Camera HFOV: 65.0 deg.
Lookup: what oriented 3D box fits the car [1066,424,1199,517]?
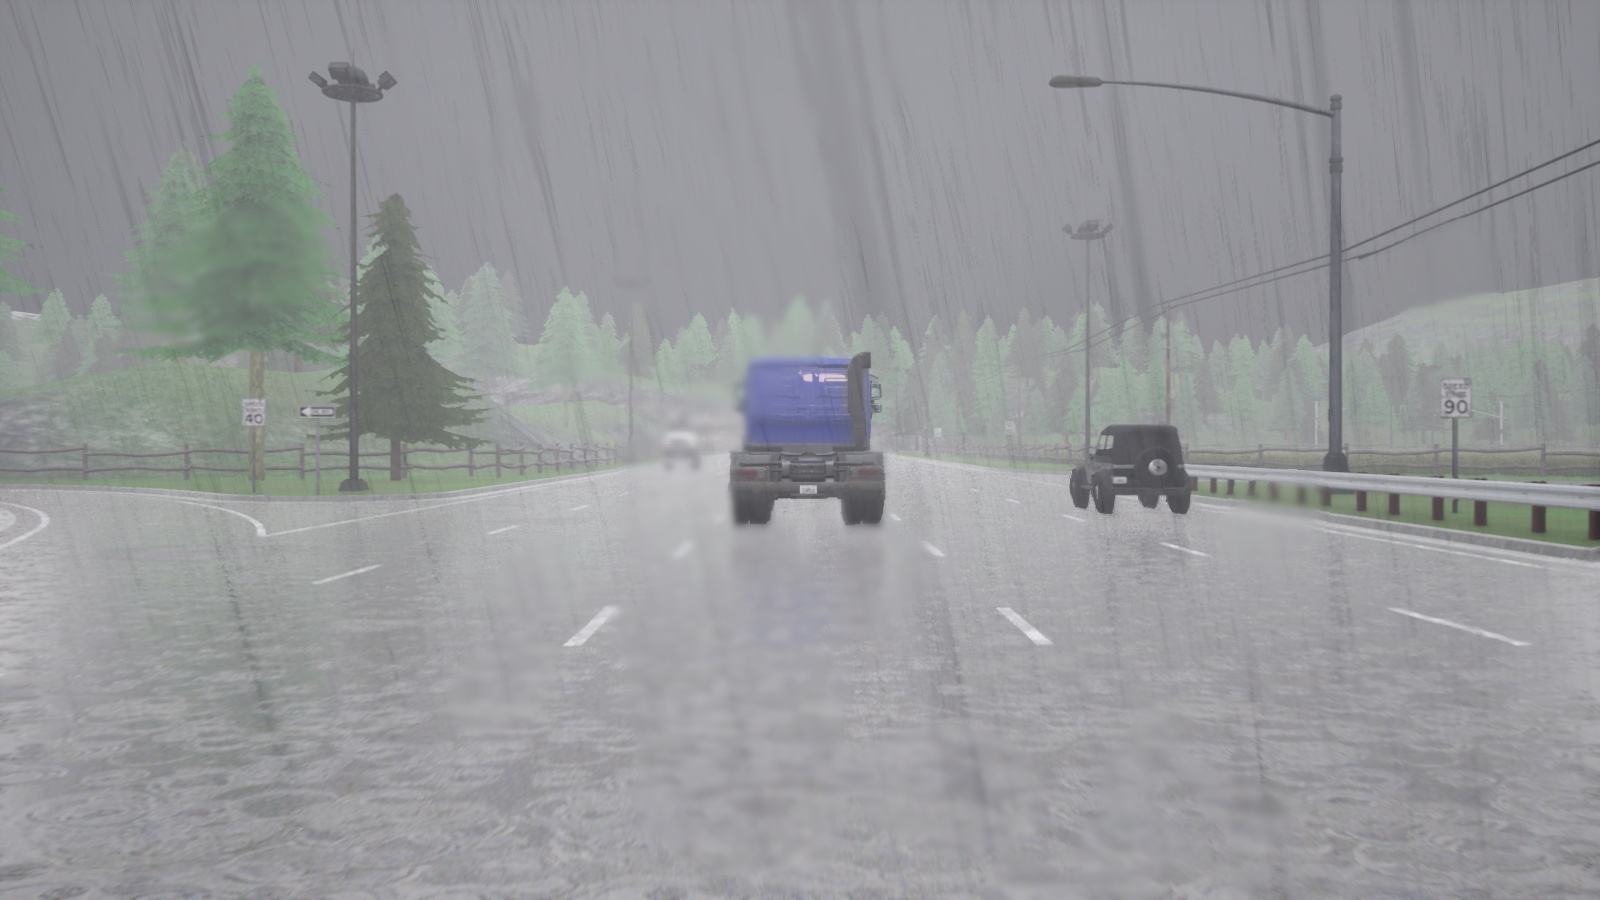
[{"bbox_3d":[7.170,0.395,27.459,1.905,1.878,3.866,0,1,0],"label":"car"}]

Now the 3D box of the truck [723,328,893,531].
[{"bbox_3d":[0.160,-0.378,25.408,2.891,3.462,7.936,0,0,0],"label":"truck"}]

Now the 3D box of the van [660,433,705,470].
[{"bbox_3d":[-6.586,0.066,70.820,2.069,2.038,4.480,0,0,0],"label":"van"}]
